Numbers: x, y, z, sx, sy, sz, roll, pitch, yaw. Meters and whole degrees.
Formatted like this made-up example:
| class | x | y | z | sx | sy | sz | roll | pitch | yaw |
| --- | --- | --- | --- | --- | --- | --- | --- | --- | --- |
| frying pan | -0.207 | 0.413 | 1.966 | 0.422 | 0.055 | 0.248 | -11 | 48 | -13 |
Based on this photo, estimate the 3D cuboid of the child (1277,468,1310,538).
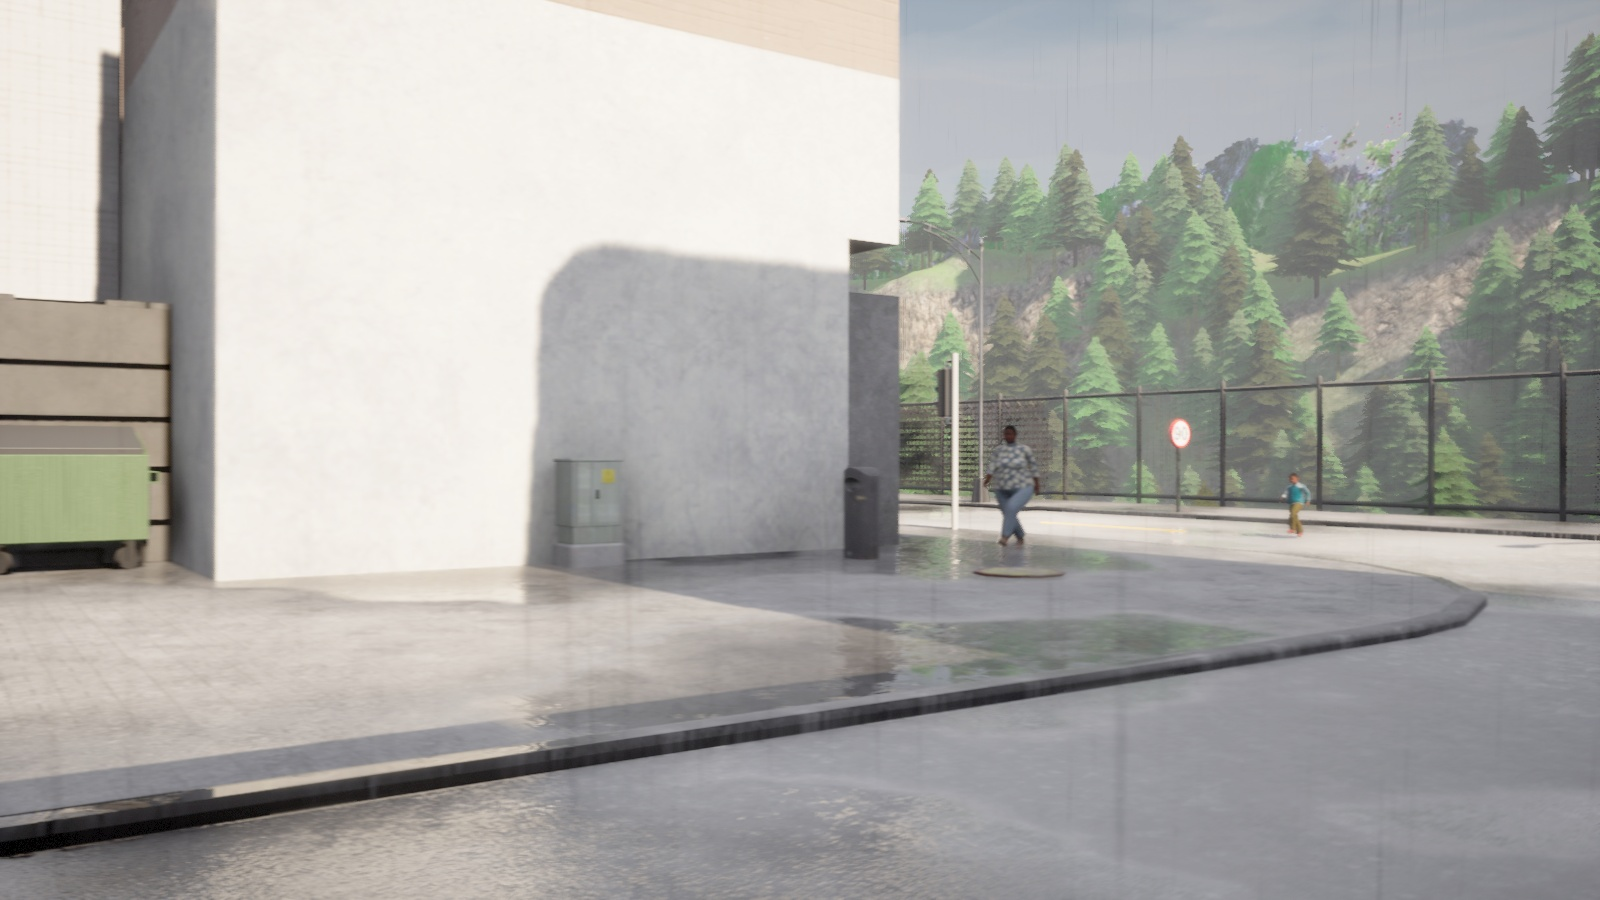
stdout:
| class | x | y | z | sx | sy | sz | roll | pitch | yaw |
| --- | --- | --- | --- | --- | --- | --- | --- | --- | --- |
| child | 8.649 | 0.921 | 22.005 | 0.448 | 1.192 | 0.343 | 0 | 0 | -35 |

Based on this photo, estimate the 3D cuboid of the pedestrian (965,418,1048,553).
| class | x | y | z | sx | sy | sz | roll | pitch | yaw |
| --- | --- | --- | --- | --- | --- | --- | --- | --- | --- |
| pedestrian | 2.962 | 0.493 | 17.984 | 0.874 | 1.855 | 0.900 | 0 | 0 | 32 |
